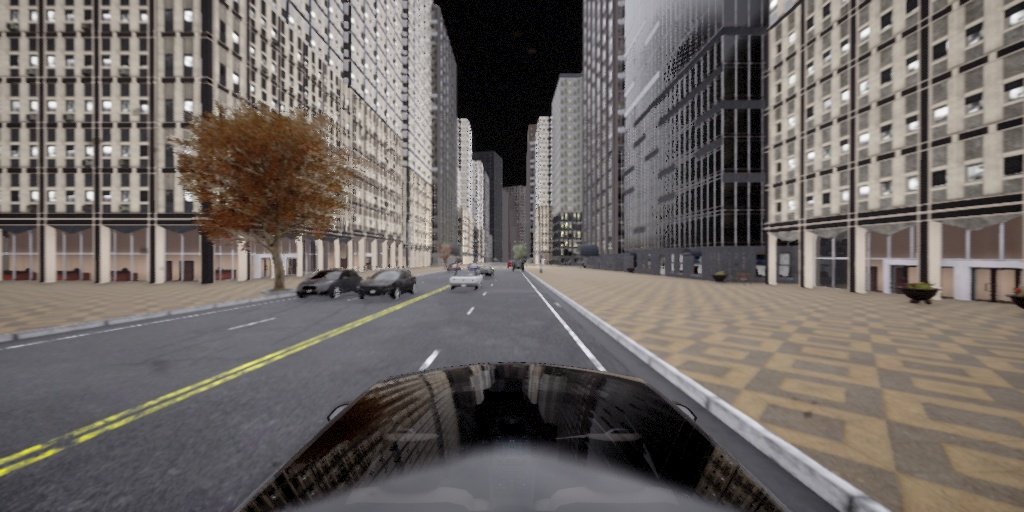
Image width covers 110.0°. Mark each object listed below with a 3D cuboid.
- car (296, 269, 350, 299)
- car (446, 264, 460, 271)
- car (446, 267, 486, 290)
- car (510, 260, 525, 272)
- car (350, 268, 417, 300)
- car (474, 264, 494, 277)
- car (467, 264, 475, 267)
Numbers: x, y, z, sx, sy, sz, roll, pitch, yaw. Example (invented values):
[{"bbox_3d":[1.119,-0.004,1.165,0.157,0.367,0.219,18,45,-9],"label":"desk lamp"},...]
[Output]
[{"bbox_3d":[-9.849,1.483,19.825,1.837,1.490,4.892,0,-1,0],"label":"car"},{"bbox_3d":[-9.786,2.013,60.141,1.812,1.442,4.674,0,-1,1],"label":"car"},{"bbox_3d":[-3.149,1.651,25.584,1.895,1.301,4.718,0,-1,0],"label":"car"},{"bbox_3d":[1.140,1.771,64.949,2.150,2.045,5.566,0,-1,0],"label":"car"},{"bbox_3d":[-6.600,1.451,19.499,1.882,1.535,5.008,0,-1,0],"label":"car"},{"bbox_3d":[-3.149,1.867,42.760,1.895,1.301,4.718,0,-1,0],"label":"car"},{"bbox_3d":[-6.540,2.008,59.743,1.812,1.442,4.674,0,-1,1],"label":"car"}]
